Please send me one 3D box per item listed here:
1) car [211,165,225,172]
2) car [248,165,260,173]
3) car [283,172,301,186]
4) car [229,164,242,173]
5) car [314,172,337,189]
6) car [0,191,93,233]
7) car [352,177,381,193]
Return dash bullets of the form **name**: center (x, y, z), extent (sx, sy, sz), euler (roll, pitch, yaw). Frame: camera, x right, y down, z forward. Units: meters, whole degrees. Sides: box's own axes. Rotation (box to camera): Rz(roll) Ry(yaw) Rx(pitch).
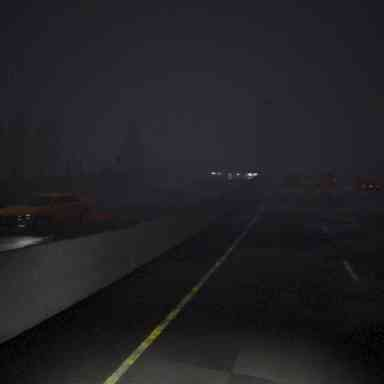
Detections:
- **car**: center (5.231, -4.641, 65.963), extent (1.994, 1.385, 4.181), euler (2, 7, 17)
- **car**: center (11.950, -4.487, 64.018), extent (2.128, 1.511, 4.902), euler (2, 7, 17)
- **car**: center (11.777, -1.598, 39.243), extent (1.882, 1.535, 5.008), euler (2, 7, 17)
- **car**: center (8.579, -4.586, 64.941), extent (1.837, 1.490, 4.892), euler (2, 7, 17)
- **car**: center (14.659, -1.434, 36.730), extent (2.097, 1.767, 4.553), euler (2, 7, 17)
- **car**: center (-6.628, 0.796, 15.451), extent (1.882, 1.535, 5.008), euler (2, 4, 17)
- **car**: center (17.026, -0.758, 32.617), extent (2.033, 1.411, 5.357), euler (2, 7, 17)
